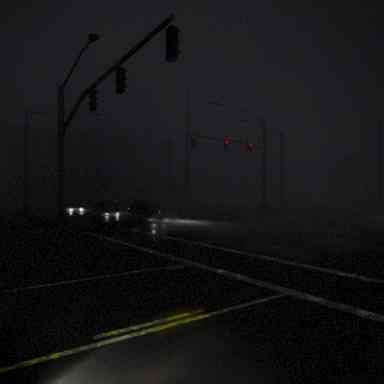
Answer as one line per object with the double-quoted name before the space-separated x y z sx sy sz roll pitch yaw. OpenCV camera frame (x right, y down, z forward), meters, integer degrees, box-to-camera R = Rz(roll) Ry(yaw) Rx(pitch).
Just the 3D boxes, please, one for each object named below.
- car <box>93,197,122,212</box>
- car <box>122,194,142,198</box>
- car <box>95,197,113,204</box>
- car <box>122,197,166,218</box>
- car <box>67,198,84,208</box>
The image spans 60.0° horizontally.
"car" -10.019 1.564 38.688 1.994 1.385 4.181 0 0 -35
"car" -13.682 1.524 72.536 1.812 1.442 4.674 0 0 30
"car" -16.510 1.601 62.708 1.895 1.301 4.718 0 0 3
"car" -4.218 1.491 30.614 2.128 1.511 4.902 0 0 -36
"car" -17.386 1.601 49.377 1.895 1.301 4.718 0 0 -27
